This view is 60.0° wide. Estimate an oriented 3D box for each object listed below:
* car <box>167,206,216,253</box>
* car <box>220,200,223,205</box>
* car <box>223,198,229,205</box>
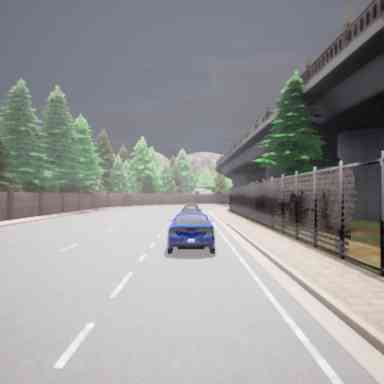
[{"bbox_3d":[-0.023,1.613,14.495,1.882,1.535,5.008,0,0,0],"label":"car"},{"bbox_3d":[8.656,2.072,77.680,4.553,1.767,2.097,0,-1,-32],"label":"car"},{"bbox_3d":[9.868,2.041,74.344,4.553,1.767,2.097,0,-1,-32],"label":"car"}]
